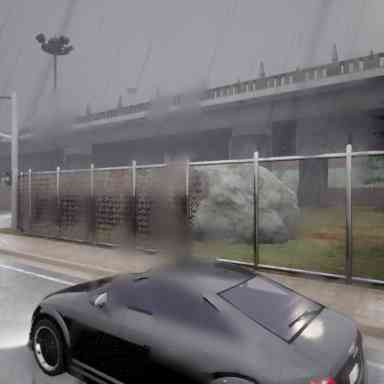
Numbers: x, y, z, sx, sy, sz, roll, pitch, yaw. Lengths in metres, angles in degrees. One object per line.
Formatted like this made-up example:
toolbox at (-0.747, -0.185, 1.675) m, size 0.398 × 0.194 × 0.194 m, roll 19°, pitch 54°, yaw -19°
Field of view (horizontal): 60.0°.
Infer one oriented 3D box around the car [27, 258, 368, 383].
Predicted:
car at (-0.189, 1.564, 4.125) m, size 4.181 × 1.385 × 1.994 m, roll 0°, pitch 0°, yaw 36°
